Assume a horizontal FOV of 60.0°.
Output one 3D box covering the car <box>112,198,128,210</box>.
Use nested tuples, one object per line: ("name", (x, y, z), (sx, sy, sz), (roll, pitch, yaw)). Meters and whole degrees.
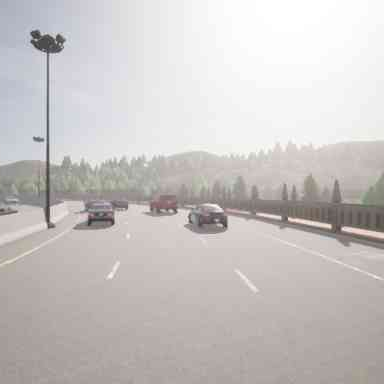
("car", (-9.471, 1.490, 42.554), (2.128, 1.511, 4.902), (0, 0, -24))

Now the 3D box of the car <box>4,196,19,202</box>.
("car", (-32.166, 1.523, 59.321), (1.812, 1.442, 4.674), (0, 0, -39))

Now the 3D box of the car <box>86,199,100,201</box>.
("car", (-11.367, 1.490, 38.214), (2.128, 1.511, 4.902), (0, 0, -22))

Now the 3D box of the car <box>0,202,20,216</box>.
("car", (-13.839, 1.600, 23.433), (1.895, 1.301, 4.718), (0, 0, -15))

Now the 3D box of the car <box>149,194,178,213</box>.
("car", (-3.192, 1.220, 36.647), (2.150, 2.045, 5.566), (0, 0, -19))

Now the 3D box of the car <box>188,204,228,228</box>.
("car", (1.017, 1.525, 22.093), (1.812, 1.442, 4.674), (0, 0, -12))

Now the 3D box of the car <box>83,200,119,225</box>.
("car", (-6.617, 1.546, 24.272), (2.033, 1.411, 5.357), (0, 0, -14))
